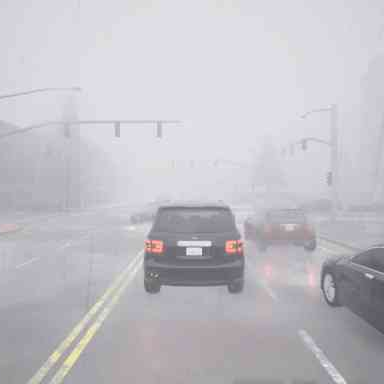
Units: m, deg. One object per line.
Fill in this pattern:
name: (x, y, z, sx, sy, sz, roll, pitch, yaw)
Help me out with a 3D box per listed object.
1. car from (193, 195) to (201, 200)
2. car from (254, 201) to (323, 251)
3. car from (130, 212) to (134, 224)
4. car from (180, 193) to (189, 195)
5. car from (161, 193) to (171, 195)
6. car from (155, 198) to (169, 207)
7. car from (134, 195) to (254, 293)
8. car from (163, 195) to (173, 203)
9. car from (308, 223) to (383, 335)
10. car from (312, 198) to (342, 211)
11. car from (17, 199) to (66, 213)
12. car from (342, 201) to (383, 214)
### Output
car: (1.445, 1.551, 90.370, 1.994, 1.385, 4.181, 0, 0, -1)
car: (3.532, 1.352, 14.168, 2.097, 1.767, 4.553, 0, 0, 0)
car: (-2.753, 1.525, 24.381, 1.812, 1.442, 4.674, -1, 0, 21)
car: (-1.810, 1.495, 80.223, 1.837, 1.490, 4.892, 0, 0, -1)
car: (-4.920, 1.221, 62.169, 2.150, 2.045, 5.566, 0, 0, 0)
car: (-4.714, 1.600, 52.160, 1.895, 1.301, 4.718, 0, 0, -1)
car: (0.052, 1.221, 8.989, 2.150, 2.045, 5.566, 0, 0, 0)
car: (-5.119, 1.476, 72.333, 1.882, 1.535, 5.008, 0, 0, -1)
car: (3.606, 1.505, 5.087, 1.837, 1.490, 4.892, 0, 0, 0)
car: (14.428, 1.504, 37.571, 4.892, 1.490, 1.837, 0, 0, -2)
car: (-16.296, 1.504, 36.080, 4.892, 1.490, 1.837, 0, 0, -2)
car: (18.479, 1.600, 34.180, 4.718, 1.301, 1.895, 0, 0, -2)
